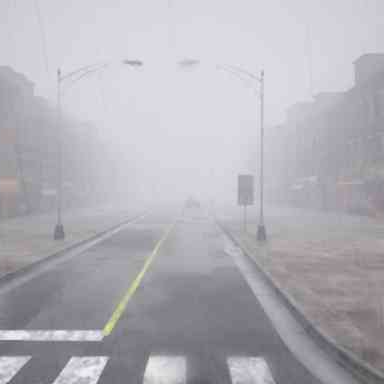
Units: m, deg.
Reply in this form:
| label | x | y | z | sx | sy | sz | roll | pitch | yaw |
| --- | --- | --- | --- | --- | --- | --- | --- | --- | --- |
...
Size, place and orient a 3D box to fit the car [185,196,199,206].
| label | x | y | z | sx | sy | sz | roll | pitch | yaw |
| --- | --- | --- | --- | --- | --- | --- | --- | --- | --- |
| car | 0.023 | 1.371 | 51.312 | 2.033 | 1.411 | 5.357 | 0 | 0 | 0 |

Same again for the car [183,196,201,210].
| label | x | y | z | sx | sy | sz | roll | pitch | yaw |
| --- | --- | --- | --- | --- | --- | --- | --- | --- | --- |
| car | 0.019 | 1.378 | 40.841 | 1.837 | 1.490 | 4.892 | 0 | 0 | 0 |
